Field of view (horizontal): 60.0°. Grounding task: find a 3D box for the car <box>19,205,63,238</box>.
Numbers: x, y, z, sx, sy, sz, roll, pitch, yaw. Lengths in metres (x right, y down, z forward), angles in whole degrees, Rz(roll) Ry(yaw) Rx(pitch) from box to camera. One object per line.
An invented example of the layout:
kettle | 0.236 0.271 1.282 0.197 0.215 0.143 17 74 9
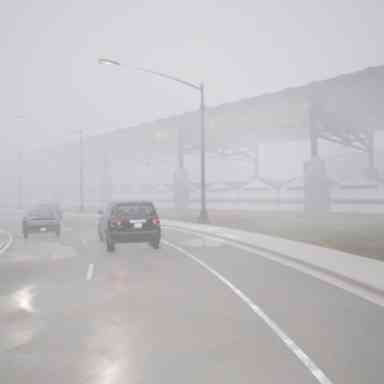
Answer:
car | -8.966 1.772 19.566 2.128 1.511 4.902 0 -1 -29

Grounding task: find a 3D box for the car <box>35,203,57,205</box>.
car | -14.125 1.799 31.693 2.097 1.767 4.553 0 -1 -43

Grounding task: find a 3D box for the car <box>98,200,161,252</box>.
car | -2.994 1.398 15.248 2.150 2.045 5.566 0 -1 -20
